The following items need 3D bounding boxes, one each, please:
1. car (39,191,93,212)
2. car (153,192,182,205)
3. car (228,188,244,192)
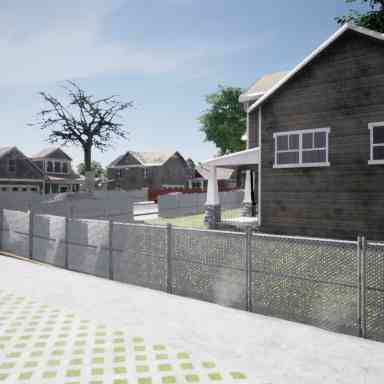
[{"bbox_3d":[-10.032,0.823,26.634,2.097,1.767,4.553,0,2,35],"label":"car"},{"bbox_3d":[-2.273,0.703,37.625,1.895,1.301,4.718,0,2,35],"label":"car"},{"bbox_3d":[6.580,0.166,50.042,1.882,1.535,5.008,0,1,36],"label":"car"}]
